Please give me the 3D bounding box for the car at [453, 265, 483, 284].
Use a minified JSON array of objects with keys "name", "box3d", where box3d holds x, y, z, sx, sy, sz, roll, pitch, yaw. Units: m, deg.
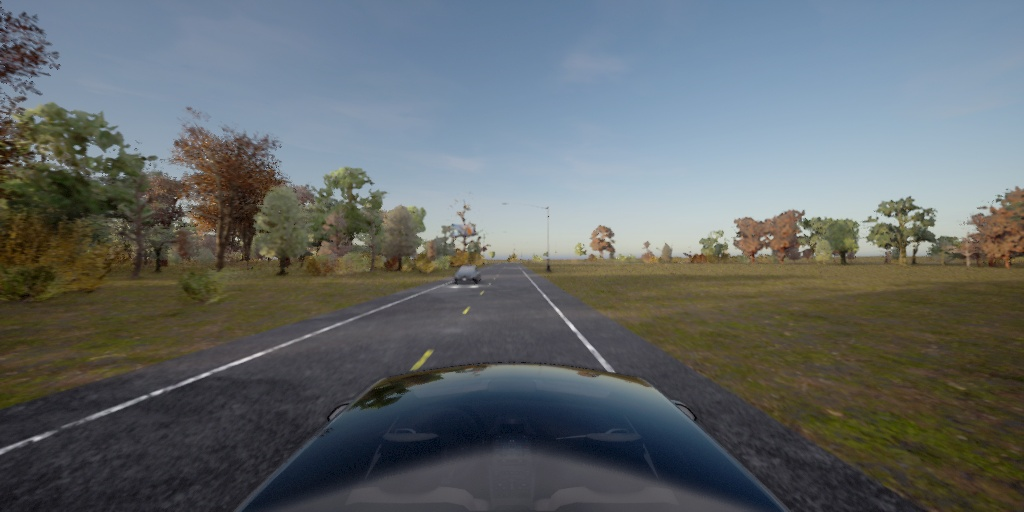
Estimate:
[{"name":"car","box3d":[-3.583,1.503,29.435,1.812,1.442,4.674,0,0,0]}]
